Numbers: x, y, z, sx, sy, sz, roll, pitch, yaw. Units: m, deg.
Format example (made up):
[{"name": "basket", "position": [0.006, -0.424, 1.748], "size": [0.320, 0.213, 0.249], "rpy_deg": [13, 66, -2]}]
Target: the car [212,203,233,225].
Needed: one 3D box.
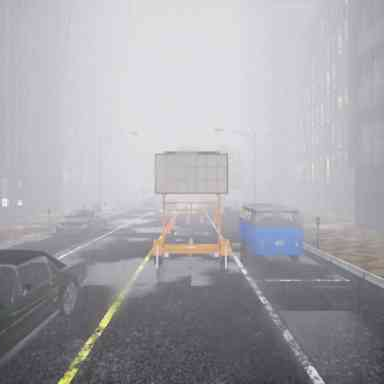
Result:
[{"name": "car", "position": [2.661, 1.578, 23.399], "size": [1.802, 1.307, 4.206], "rpy_deg": [0, 0, 0]}]

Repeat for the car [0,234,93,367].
[{"name": "car", "position": [-3.107, 1.600, 4.701], "size": [1.895, 1.301, 4.718], "rpy_deg": [0, 0, 0]}]

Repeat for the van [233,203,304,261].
[{"name": "van", "position": [2.675, 1.339, 12.015], "size": [1.690, 1.788, 3.998], "rpy_deg": [0, 0, 0]}]

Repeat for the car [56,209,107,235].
[{"name": "car", "position": [-5.713, 1.579, 17.700], "size": [1.802, 1.307, 4.206], "rpy_deg": [0, 0, 0]}]

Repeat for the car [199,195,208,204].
[{"name": "car", "position": [2.627, 1.535, 51.862], "size": [2.008, 1.369, 4.403], "rpy_deg": [0, 0, 0]}]

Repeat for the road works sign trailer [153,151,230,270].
[{"name": "road works sign trailer", "position": [-0.014, 0.462, 11.031], "size": [2.380, 3.560, 2.880], "rpy_deg": [0, 0, 0]}]

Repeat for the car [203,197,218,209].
[{"name": "car", "position": [2.640, 1.574, 40.477], "size": [1.802, 1.307, 4.206], "rpy_deg": [0, 0, 0]}]

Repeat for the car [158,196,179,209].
[{"name": "car", "position": [-3.156, 1.590, 45.912], "size": [1.895, 1.301, 4.718], "rpy_deg": [0, 0, 0]}]

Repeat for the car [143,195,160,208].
[{"name": "car", "position": [-5.747, 1.540, 46.163], "size": [2.008, 1.369, 4.403], "rpy_deg": [0, 0, 0]}]

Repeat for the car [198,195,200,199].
[{"name": "car", "position": [2.620, 1.528, 57.554], "size": [2.008, 1.369, 4.403], "rpy_deg": [0, 0, 0]}]

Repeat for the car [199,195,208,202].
[{"name": "car", "position": [2.599, 1.388, 74.631], "size": [1.967, 1.590, 4.097], "rpy_deg": [0, 0, 0]}]
